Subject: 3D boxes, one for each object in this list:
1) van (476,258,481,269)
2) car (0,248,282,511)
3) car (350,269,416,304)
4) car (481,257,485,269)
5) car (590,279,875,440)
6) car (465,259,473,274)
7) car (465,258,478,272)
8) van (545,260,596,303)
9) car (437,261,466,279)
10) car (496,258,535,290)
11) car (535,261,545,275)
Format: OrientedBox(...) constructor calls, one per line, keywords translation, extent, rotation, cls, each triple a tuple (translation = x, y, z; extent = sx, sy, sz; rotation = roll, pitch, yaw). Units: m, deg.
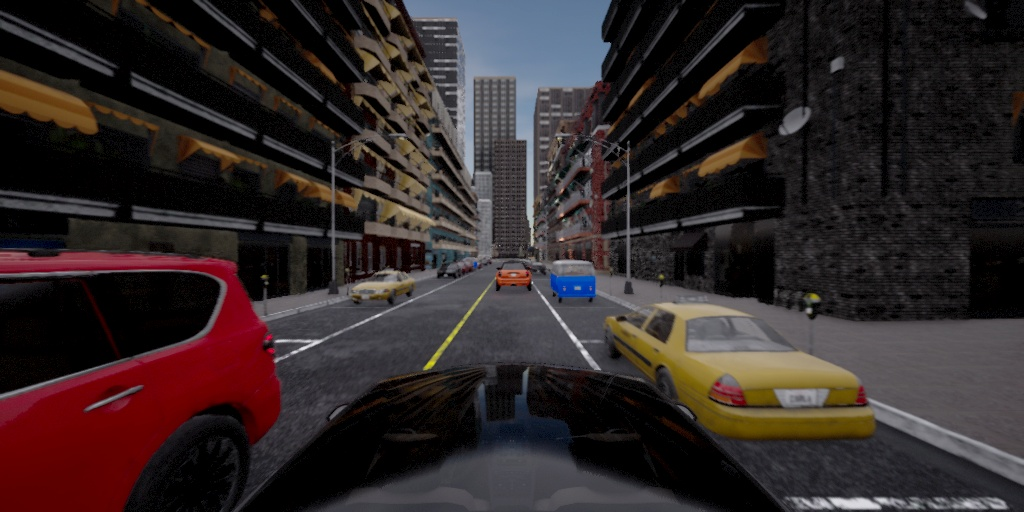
OrientedBox(translation=(-5.699, 1.101, 49.664), extent=(1.690, 1.789, 3.998), rotation=(0, 0, 0), cls="van")
OrientedBox(translation=(-3.101, 0.973, 0.852), extent=(2.150, 2.045, 5.566), rotation=(0, 0, 0), cls="car")
OrientedBox(translation=(-5.695, 1.277, 16.354), extent=(1.751, 1.417, 4.829), rotation=(0, 0, 0), cls="car")
OrientedBox(translation=(-5.700, 1.202, 55.188), extent=(1.967, 1.591, 4.097), rotation=(0, 0, 0), cls="car")
OrientedBox(translation=(2.688, 1.276, 5.635), extent=(1.751, 1.417, 4.829), rotation=(0, 0, 0), cls="car")
OrientedBox(translation=(-5.697, 1.301, 38.617), extent=(1.888, 1.381, 4.507), rotation=(0, 0, 0), cls="car")
OrientedBox(translation=(-5.698, 1.303, 44.141), extent=(1.888, 1.381, 4.507), rotation=(0, 0, 0), cls="car")
OrientedBox(translation=(2.687, 1.092, 16.512), extent=(1.690, 1.789, 3.998), rotation=(0, 0, 0), cls="van")
OrientedBox(translation=(-5.696, 1.321, 33.093), extent=(1.948, 1.339, 4.313), rotation=(0, 0, 0), cls="car")
OrientedBox(translation=(0.098, 1.104, 22.729), extent=(2.097, 1.767, 4.553), rotation=(0, 0, 0), cls="car")
OrientedBox(translation=(2.684, 1.307, 38.605), extent=(2.007, 1.370, 4.403), rotation=(0, 0, 0), cls="car")
